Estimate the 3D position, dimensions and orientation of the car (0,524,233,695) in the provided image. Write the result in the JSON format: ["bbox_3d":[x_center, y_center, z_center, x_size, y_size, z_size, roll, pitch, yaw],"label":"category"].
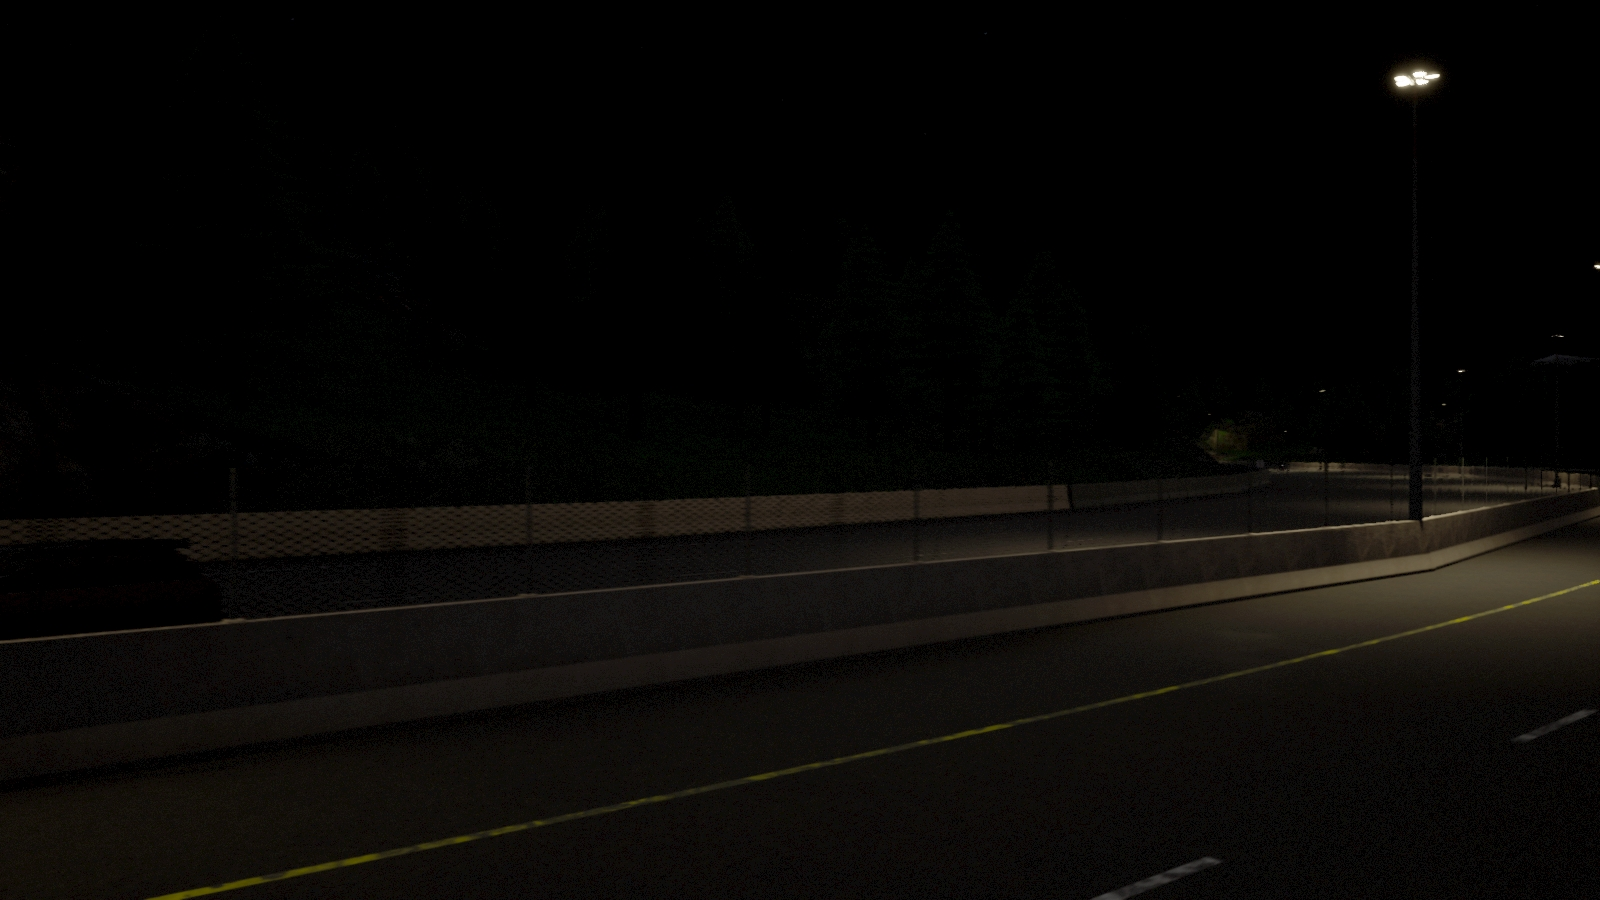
[{"bbox_3d":[-9.674,1.927,14.056,4.553,1.767,2.097,0,0,-36],"label":"car"}]
